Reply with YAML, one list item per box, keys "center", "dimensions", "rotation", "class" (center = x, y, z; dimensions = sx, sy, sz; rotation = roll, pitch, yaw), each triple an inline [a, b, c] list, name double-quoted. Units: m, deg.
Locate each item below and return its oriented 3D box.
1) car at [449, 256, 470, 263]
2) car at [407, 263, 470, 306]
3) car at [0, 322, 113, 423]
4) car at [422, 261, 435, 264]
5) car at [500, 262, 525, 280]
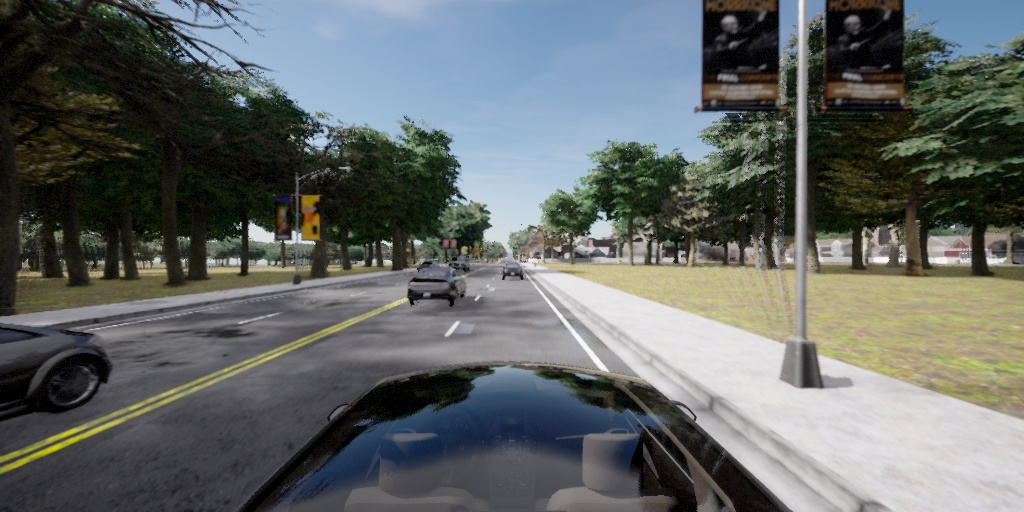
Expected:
- center: [-6.636, 1.057, 45.600]
  dimensions: [2.150, 2.045, 5.566]
  rotation: [0, 0, 0]
  class: "car"
- center: [-3.167, 1.256, 15.790]
  dimensions: [2.128, 1.511, 4.902]
  rotation: [0, 0, 0]
  class: "car"
- center: [-6.601, 1.315, 3.239]
  dimensions: [1.994, 1.385, 4.181]
  rotation: [0, 0, 0]
  class: "car"
- center: [-9.887, 1.351, 42.516]
  dimensions: [1.812, 1.442, 4.674]
  rotation: [0, 0, 0]
  class: "car"
- center: [0.060, 1.322, 32.126]
  dimensions: [1.812, 1.442, 4.674]
  rotation: [0, 0, 0]
  class: "car"
